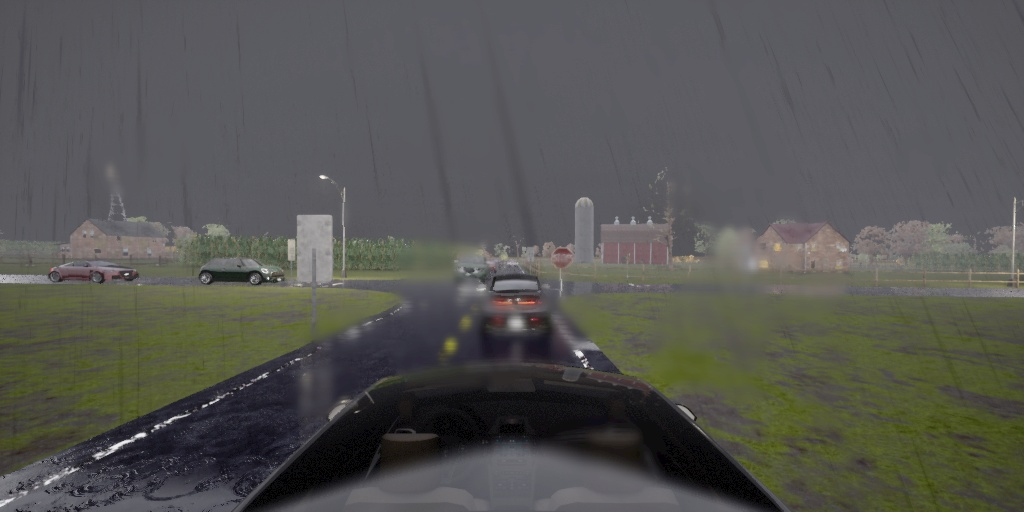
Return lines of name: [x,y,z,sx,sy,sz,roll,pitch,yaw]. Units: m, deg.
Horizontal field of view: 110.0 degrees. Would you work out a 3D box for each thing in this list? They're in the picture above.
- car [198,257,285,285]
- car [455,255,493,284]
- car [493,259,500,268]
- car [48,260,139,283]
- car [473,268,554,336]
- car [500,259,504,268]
car: [-17.166,0.892,22.993,4.553,1.767,2.097,1,1,0]
car: [-2.820,0.965,26.614,2.150,2.045,5.566,1,-1,0]
car: [-2.817,1.250,43.500,1.882,1.535,5.008,0,0,0]
car: [-26.691,0.963,22.970,4.181,1.385,1.994,1,1,0]
car: [0.106,1.255,10.383,1.837,1.490,4.892,0,0,0]
car: [-2.787,1.284,57.683,2.128,1.511,4.902,0,0,0]
